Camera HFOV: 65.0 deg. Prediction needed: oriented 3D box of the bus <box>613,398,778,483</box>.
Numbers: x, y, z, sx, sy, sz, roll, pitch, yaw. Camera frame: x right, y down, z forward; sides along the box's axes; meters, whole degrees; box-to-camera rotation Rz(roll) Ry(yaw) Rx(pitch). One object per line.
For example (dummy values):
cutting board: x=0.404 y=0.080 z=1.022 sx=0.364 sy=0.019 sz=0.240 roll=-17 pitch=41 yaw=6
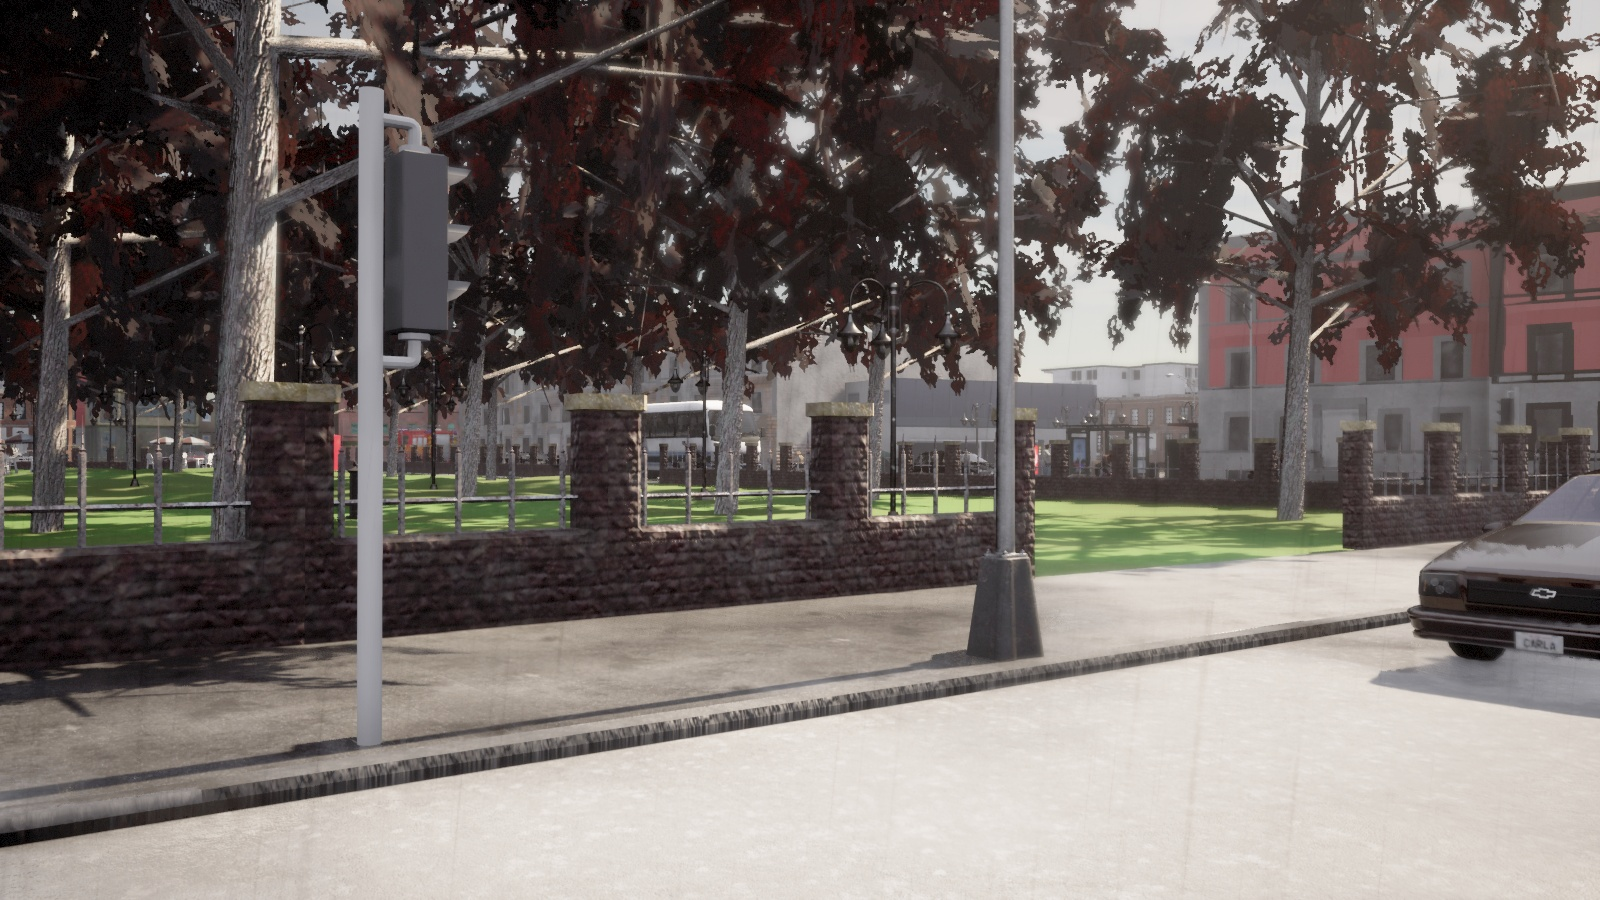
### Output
bus: x=-5.836 y=-0.453 z=67.786 sx=3.944 sy=4.253 sz=10.273 roll=0 pitch=0 yaw=-37

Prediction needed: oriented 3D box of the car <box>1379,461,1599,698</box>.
car: x=6.720 y=0.801 z=9.587 sx=5.357 sy=1.411 sz=2.033 roll=0 pitch=0 yaw=-39

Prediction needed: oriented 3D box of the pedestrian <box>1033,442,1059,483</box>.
pedestrian: x=11.214 y=0.571 z=57.243 sx=0.900 sy=1.855 sz=0.874 roll=0 pitch=0 yaw=35

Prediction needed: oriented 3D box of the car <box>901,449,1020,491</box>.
car: x=6.518 y=0.787 z=51.554 sx=2.033 sy=1.649 sz=4.856 roll=0 pitch=0 yaw=-37
